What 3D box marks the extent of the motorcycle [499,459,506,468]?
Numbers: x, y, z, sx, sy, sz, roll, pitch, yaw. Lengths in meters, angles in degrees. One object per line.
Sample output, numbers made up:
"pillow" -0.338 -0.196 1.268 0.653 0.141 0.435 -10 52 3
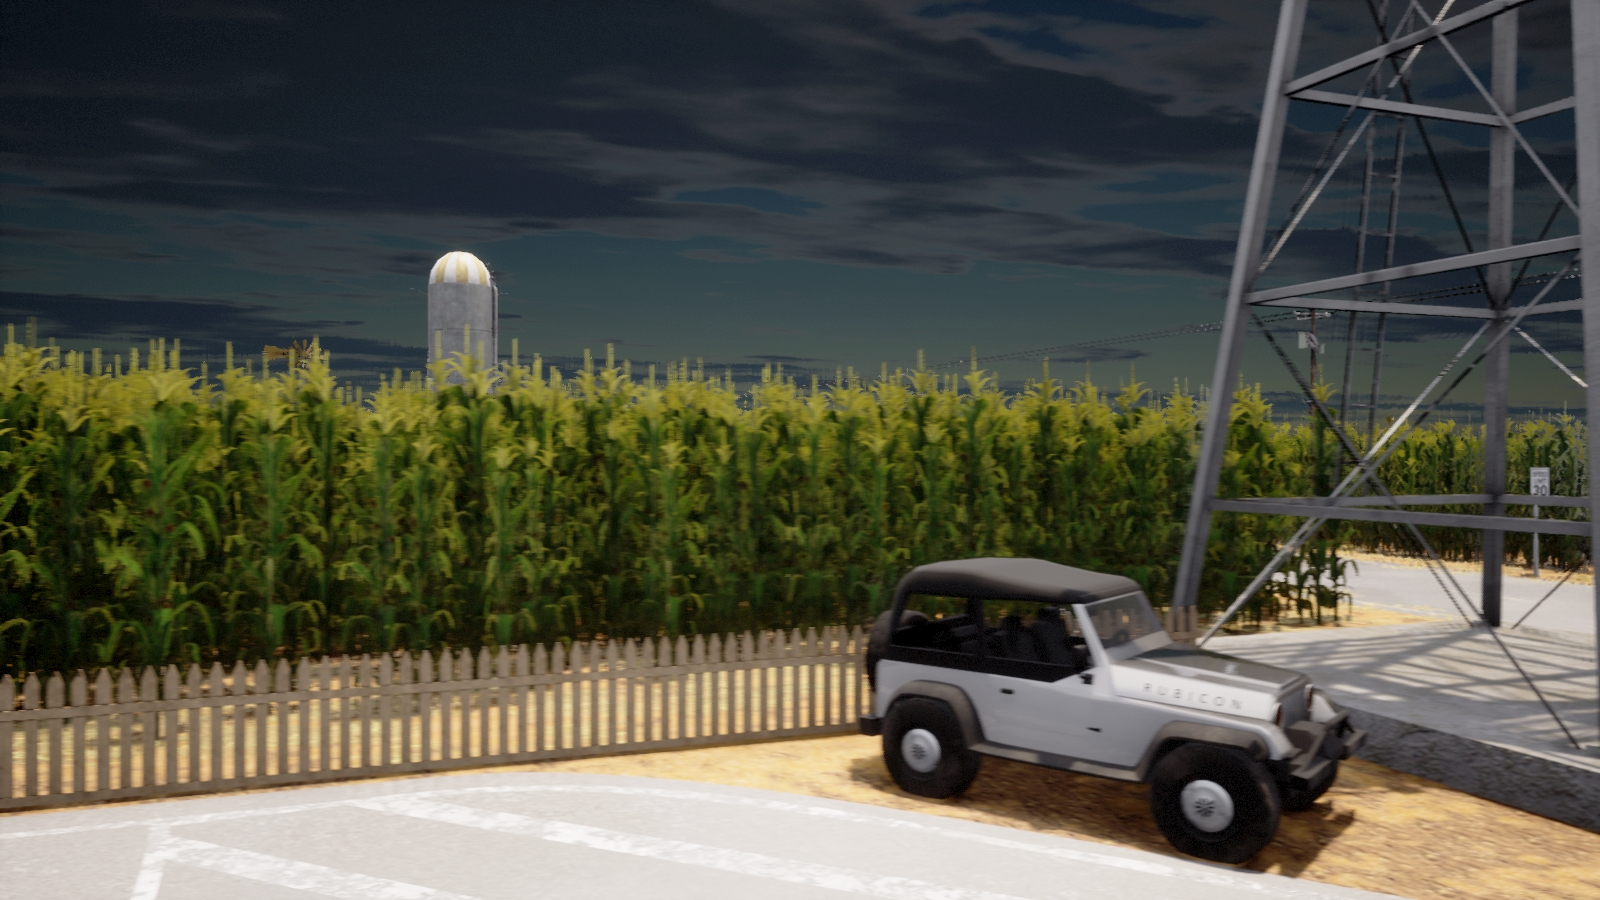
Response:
"motorcycle" -47.107 2.154 180.738 0.764 1.307 2.356 0 0 -21
